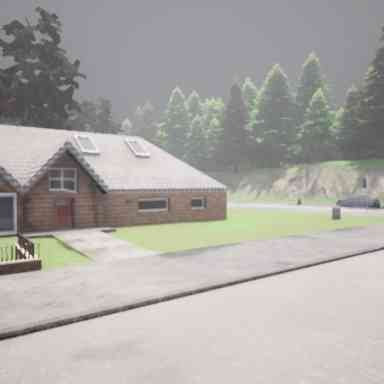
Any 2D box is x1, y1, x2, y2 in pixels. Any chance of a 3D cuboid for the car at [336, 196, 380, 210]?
[{"bbox_3d":[17.650,1.088,35.437,1.994,1.385,4.181,-1,1,-35],"label":"car"}]
